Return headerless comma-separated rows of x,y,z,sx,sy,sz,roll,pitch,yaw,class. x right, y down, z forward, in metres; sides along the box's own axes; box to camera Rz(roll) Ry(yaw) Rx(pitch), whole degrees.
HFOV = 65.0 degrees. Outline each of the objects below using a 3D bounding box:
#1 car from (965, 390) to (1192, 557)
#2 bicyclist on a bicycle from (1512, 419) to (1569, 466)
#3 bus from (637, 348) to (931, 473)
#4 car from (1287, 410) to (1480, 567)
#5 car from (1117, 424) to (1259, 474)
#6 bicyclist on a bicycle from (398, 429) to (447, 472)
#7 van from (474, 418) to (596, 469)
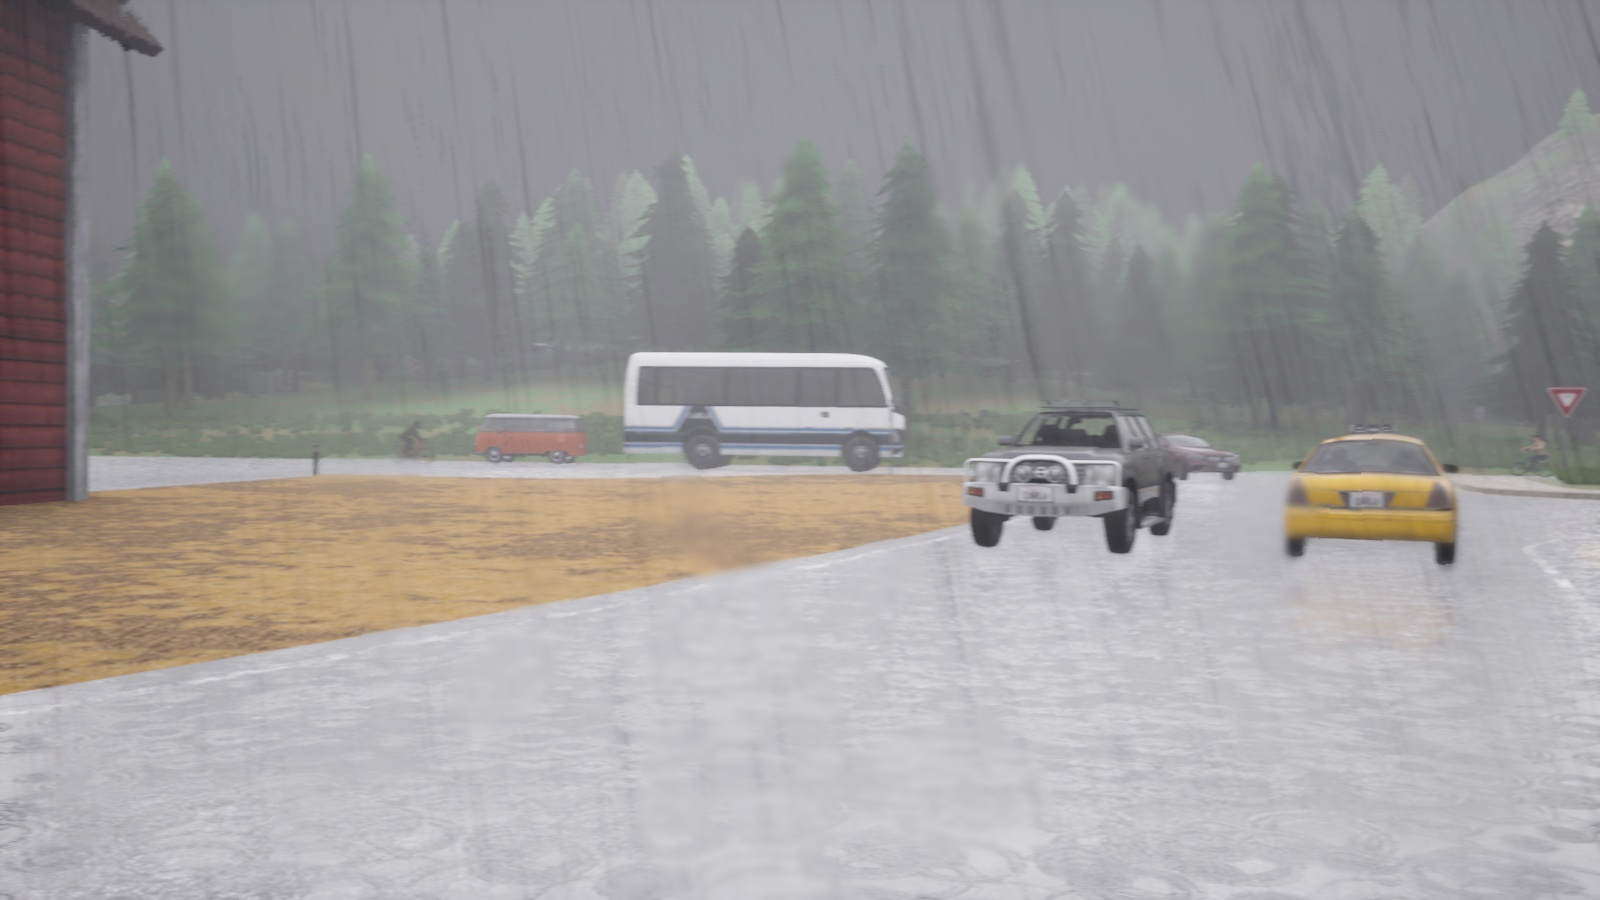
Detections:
3.814,0.214,16.486,1.932,1.855,4.605,0,1,25,car
27.281,-0.275,46.277,1.509,1.612,0.866,4,1,6,bicyclist on a bicycle
-0.409,-1.381,45.762,10.273,4.253,3.944,0,1,6,bus
7.164,0.329,15.358,1.801,1.575,5.366,0,1,26,car
11.825,-0.019,38.667,1.812,1.442,4.674,-1,0,-18,car
-14.226,0.023,47.297,1.656,1.620,0.582,0,1,6,bicyclist on a bicycle
-10.604,-0.250,50.417,4.442,1.987,1.775,0,1,6,van
